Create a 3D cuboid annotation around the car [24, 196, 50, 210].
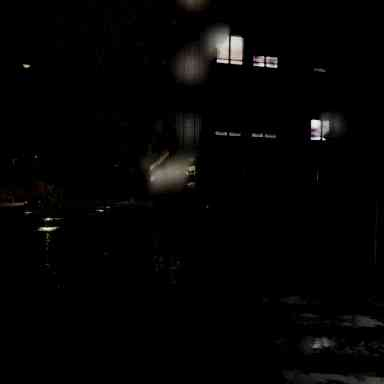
[{"bbox_3d":[-19.537,1.249,42.111,2.097,1.767,4.553,1,0,-9],"label":"car"}]
